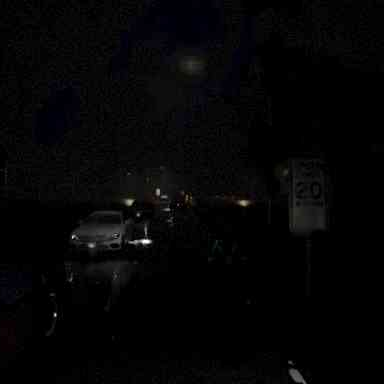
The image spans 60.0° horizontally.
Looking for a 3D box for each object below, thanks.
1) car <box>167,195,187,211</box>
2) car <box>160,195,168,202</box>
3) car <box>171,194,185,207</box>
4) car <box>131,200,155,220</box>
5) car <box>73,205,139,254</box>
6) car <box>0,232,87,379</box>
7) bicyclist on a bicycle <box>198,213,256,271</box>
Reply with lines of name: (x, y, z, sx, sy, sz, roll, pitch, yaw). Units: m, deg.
car: (-1.618, 1.415, 38.965, 1.994, 1.385, 4.181, 0, 0, -2)
car: (-5.945, 1.454, 71.407, 2.033, 1.411, 5.357, 0, 0, -3)
car: (-2.096, 1.199, 49.571, 2.097, 1.767, 4.553, 0, 0, -3)
car: (-3.976, 1.376, 26.443, 2.128, 1.511, 4.902, 0, 0, -2)
car: (-3.386, 1.462, 13.226, 1.812, 1.442, 4.674, 0, 0, -3)
car: (-2.950, 1.529, 3.626, 2.033, 1.411, 5.357, 0, 0, -3)
bicyclist on a bicycle: (0.977, 1.406, 9.253, 1.656, 1.620, 0.582, 0, 0, -3)
